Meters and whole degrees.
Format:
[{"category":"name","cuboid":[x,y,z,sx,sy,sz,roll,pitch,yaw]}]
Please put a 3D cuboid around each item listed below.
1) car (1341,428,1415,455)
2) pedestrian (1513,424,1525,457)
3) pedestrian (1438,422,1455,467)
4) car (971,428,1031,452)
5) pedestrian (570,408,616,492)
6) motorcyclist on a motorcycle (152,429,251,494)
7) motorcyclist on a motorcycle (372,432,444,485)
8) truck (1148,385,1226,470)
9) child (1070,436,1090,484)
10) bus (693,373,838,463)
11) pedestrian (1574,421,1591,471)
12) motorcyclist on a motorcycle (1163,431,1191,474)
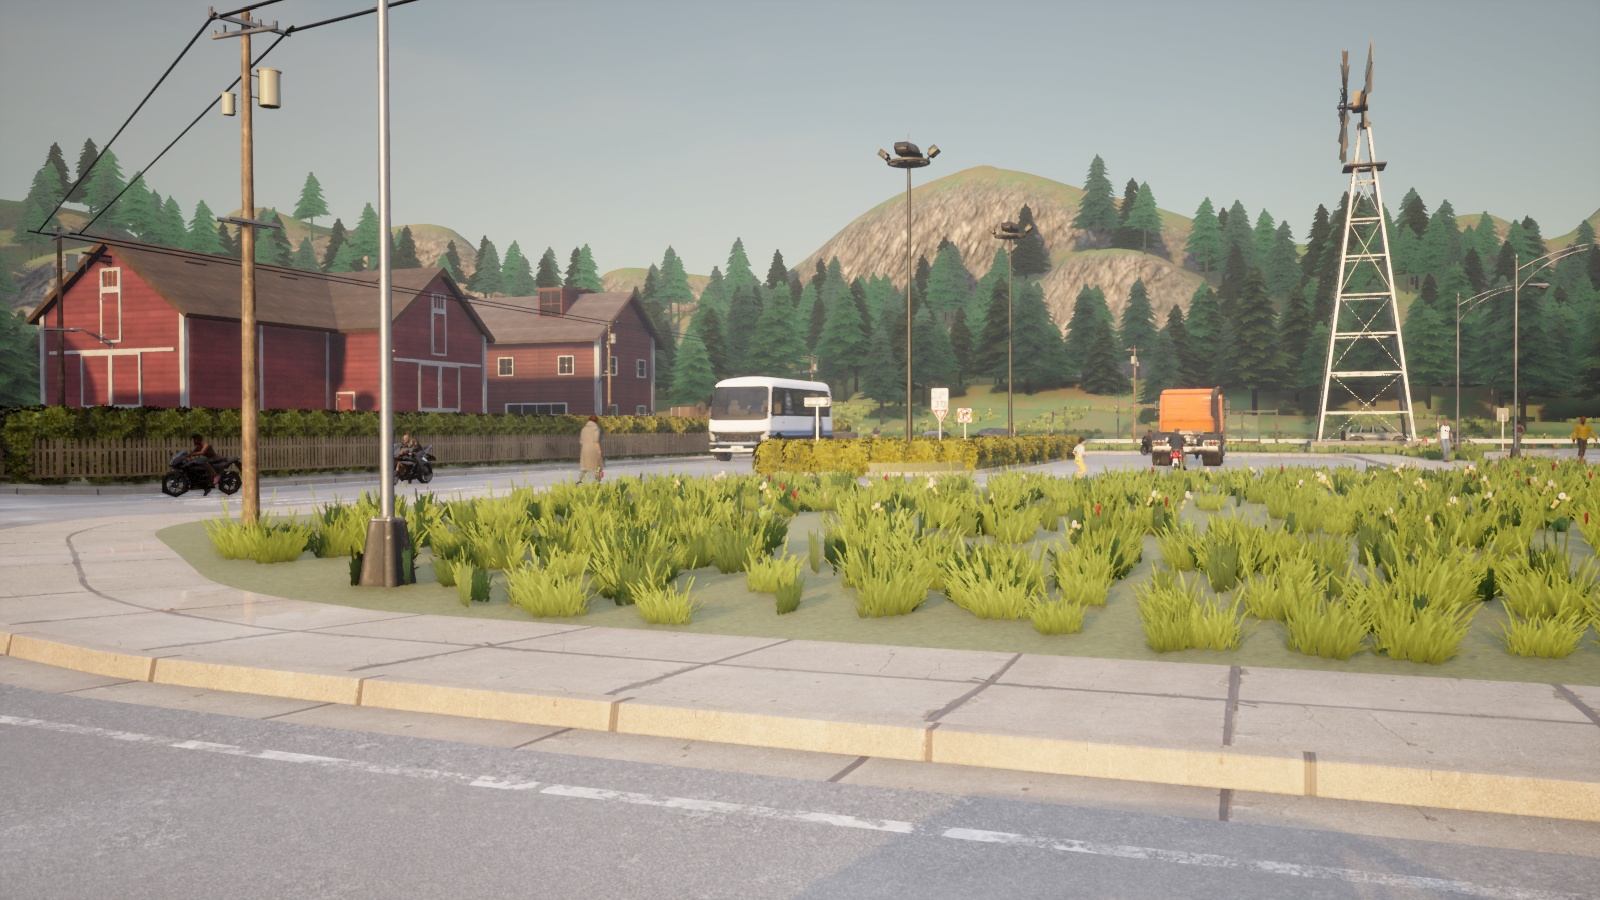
[{"category":"car","cuboid":[40.666,-0.621,88.480,4.605,1.855,1.932,1,1,20]},{"category":"pedestrian","cuboid":[42.455,-0.546,74.157,0.666,1.930,0.402,-1,1,-43]},{"category":"pedestrian","cuboid":[26.243,-0.227,50.991,0.354,1.836,0.706,0,1,5]},{"category":"car","cuboid":[15.168,-0.776,94.816,4.553,1.767,2.097,-1,1,-43]},{"category":"pedestrian","cuboid":[-4.852,-0.008,29.455,0.659,1.952,0.873,1,1,29]},{"category":"motorcyclist on a motorcycle","cuboid":[-14.571,0.263,30.620,0.797,1.523,2.044,1,1,35]},{"category":"motorcyclist on a motorcycle","cuboid":[-11.596,0.222,37.218,0.866,1.530,2.191,1,1,20]},{"category":"truck","cuboid":[17.088,-0.974,55.106,2.891,3.462,7.936,1,1,20]},{"category":"child","cuboid":[7.347,0.262,32.946,0.437,1.263,0.270,0,1,-9]},{"category":"bus","cuboid":[-1.551,-1.592,64.682,3.944,4.253,10.273,1,1,20]},{"category":"pedestrian","cuboid":[29.194,-0.159,46.863,0.370,1.835,0.726,1,1,21]},{"category":"motorcyclist on a motorcycle","cuboid":[14.074,0.082,46.870,0.866,1.590,1.817,1,1,21]}]
